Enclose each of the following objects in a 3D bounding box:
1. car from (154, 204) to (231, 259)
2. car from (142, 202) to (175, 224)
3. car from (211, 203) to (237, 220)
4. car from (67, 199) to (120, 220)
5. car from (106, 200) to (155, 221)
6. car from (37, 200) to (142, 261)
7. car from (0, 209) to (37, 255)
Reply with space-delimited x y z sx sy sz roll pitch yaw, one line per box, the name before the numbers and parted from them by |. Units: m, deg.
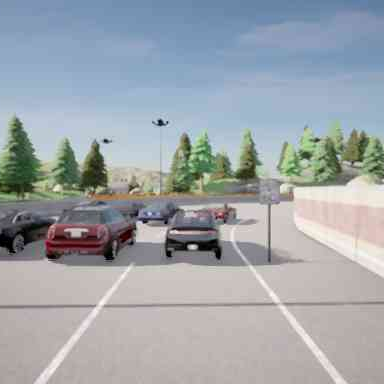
car | 0.112 1.407 12.254 2.128 1.511 4.902 0 0 2
car | -1.957 1.389 23.076 2.033 1.411 5.357 0 0 16
car | 1.954 1.437 23.791 1.895 1.301 4.718 0 0 18
car | -7.929 1.339 27.210 1.812 1.442 4.674 0 1 18
car | -4.650 1.387 25.986 1.994 1.385 4.181 0 1 18
car | -3.388 1.269 12.084 2.097 1.767 4.553 0 0 2
car | -6.852 1.403 12.965 2.128 1.511 4.902 0 0 2
